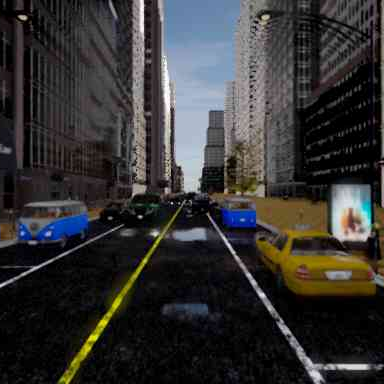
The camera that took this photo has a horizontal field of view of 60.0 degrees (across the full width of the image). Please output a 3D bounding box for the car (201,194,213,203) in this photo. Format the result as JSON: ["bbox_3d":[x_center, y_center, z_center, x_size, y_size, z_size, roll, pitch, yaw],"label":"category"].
[{"bbox_3d":[2.690,1.160,59.457,1.967,1.590,4.097,0,0,0],"label":"car"}]

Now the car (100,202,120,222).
[{"bbox_3d":[-5.687,1.444,25.346,1.947,1.339,4.313,0,0,0],"label":"car"}]

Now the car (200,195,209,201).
[{"bbox_3d":[2.689,1.250,70.837,1.802,1.307,4.206,0,0,0],"label":"car"}]

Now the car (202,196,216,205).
[{"bbox_3d":[2.691,1.297,53.770,2.008,1.369,4.403,0,0,0],"label":"car"}]

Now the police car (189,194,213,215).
[{"bbox_3d":[0.897,1.275,31.382,1.930,1.638,5.238,0,0,0],"label":"police car"}]

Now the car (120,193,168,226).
[{"bbox_3d":[-3.102,1.112,22.703,2.150,2.045,5.566,0,0,0],"label":"car"}]

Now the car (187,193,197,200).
[{"bbox_3d":[-0.007,1.046,76.910,2.033,1.411,5.357,0,0,0],"label":"car"}]

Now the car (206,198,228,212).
[{"bbox_3d":[2.693,1.376,36.703,2.008,1.369,4.403,0,0,0],"label":"car"}]

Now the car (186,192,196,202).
[{"bbox_3d":[-0.006,0.933,64.424,2.150,2.045,5.566,0,0,0],"label":"car"}]

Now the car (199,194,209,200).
[{"bbox_3d":[2.688,1.194,76.525,2.008,1.369,4.403,0,0,0],"label":"car"}]

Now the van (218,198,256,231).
[{"bbox_3d":[2.696,1.246,19.636,1.690,1.788,3.998,0,0,0],"label":"van"}]

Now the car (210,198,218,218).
[{"bbox_3d":[2.694,1.429,25.326,2.008,1.369,4.403,0,0,0],"label":"car"}]

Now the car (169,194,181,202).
[{"bbox_3d":[-3.031,1.259,63.307,1.994,1.385,4.181,0,0,1],"label":"car"}]

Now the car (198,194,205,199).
[{"bbox_3d":[2.687,1.135,93.591,1.947,1.339,4.313,0,0,0],"label":"car"}]

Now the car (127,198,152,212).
[{"bbox_3d":[-5.688,1.375,36.724,2.008,1.369,4.403,0,0,0],"label":"car"}]

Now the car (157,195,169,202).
[{"bbox_3d":[-5.691,1.239,65.169,1.887,1.381,4.507,0,0,0],"label":"car"}]

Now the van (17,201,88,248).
[{"bbox_3d":[-5.684,1.273,13.966,1.690,1.788,3.998,0,0,0],"label":"van"}]

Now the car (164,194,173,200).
[{"bbox_3d":[-5.693,1.162,82.236,1.887,1.381,4.507,0,0,0],"label":"car"}]

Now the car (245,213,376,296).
[{"bbox_3d":[2.696,1.484,8.429,1.752,1.417,4.829,0,0,0],"label":"car"}]

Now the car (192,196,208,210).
[{"bbox_3d":[0.895,1.309,41.273,1.837,1.490,4.892,0,0,0],"label":"car"}]

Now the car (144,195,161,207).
[{"bbox_3d":[-5.688,1.212,48.102,1.967,1.590,4.097,0,0,0],"label":"car"}]

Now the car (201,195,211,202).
[{"bbox_3d":[2.690,1.239,65.148,1.887,1.381,4.507,0,0,0],"label":"car"}]
